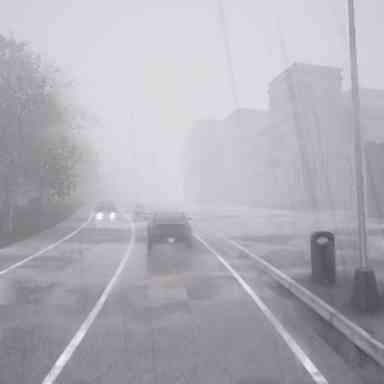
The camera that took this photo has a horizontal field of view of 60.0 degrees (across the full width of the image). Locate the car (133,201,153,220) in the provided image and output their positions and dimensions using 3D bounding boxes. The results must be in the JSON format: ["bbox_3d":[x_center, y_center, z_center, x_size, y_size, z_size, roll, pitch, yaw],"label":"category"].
[{"bbox_3d":[-4.709,1.597,32.601,1.812,1.442,4.674,1,0,-15],"label":"car"}]

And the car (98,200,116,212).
[{"bbox_3d":[-9.871,1.575,38.555,1.895,1.301,4.718,1,0,-16],"label":"car"}]

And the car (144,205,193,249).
[{"bbox_3d":[-1.079,1.559,14.914,1.837,1.490,4.892,1,0,-7],"label":"car"}]
